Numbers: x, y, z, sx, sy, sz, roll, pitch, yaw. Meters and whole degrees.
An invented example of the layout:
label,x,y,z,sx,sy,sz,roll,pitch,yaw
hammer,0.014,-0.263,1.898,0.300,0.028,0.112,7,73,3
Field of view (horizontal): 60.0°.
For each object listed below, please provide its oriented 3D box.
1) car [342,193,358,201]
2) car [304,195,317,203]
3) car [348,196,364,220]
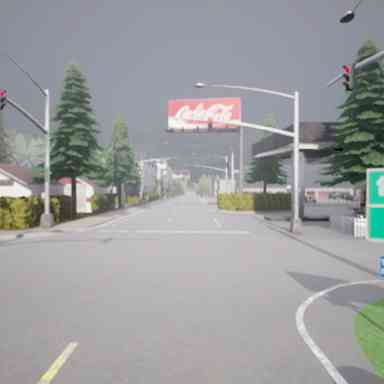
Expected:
label,x,y,z,sx,sy,sz,roll,pitch,yaw
car,34.991,1.340,72.080,2.007,1.523,4.514,0,0,0
car,22.578,1.419,64.303,1.970,1.475,3.806,0,0,0
car,14.398,1.452,25.246,3.866,1.878,1.905,0,0,0
